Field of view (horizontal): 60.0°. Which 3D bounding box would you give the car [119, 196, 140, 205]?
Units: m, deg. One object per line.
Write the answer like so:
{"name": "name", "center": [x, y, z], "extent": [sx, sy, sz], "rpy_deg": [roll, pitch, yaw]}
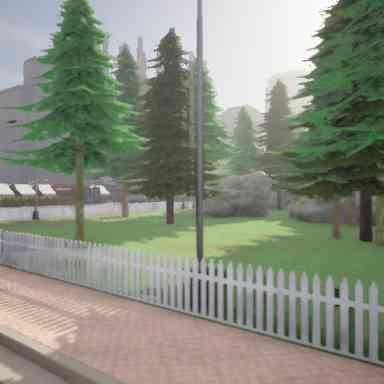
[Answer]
{"name": "car", "center": [-9.989, 1.288, 55.347], "extent": [2.097, 1.767, 4.553], "rpy_deg": [0, 0, 34]}
